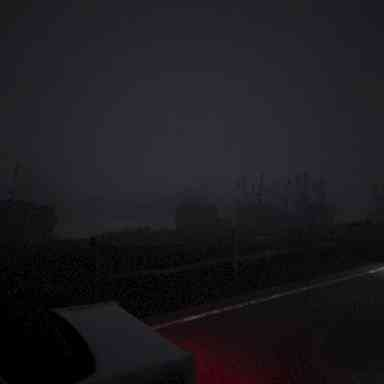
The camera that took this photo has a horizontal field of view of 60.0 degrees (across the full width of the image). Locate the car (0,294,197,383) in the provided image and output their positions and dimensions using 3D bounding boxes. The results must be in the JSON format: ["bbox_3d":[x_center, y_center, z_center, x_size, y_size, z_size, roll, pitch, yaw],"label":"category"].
[{"bbox_3d":[-2.375,1.593,2.300,4.718,1.301,1.895,1,0,-35],"label":"car"}]
